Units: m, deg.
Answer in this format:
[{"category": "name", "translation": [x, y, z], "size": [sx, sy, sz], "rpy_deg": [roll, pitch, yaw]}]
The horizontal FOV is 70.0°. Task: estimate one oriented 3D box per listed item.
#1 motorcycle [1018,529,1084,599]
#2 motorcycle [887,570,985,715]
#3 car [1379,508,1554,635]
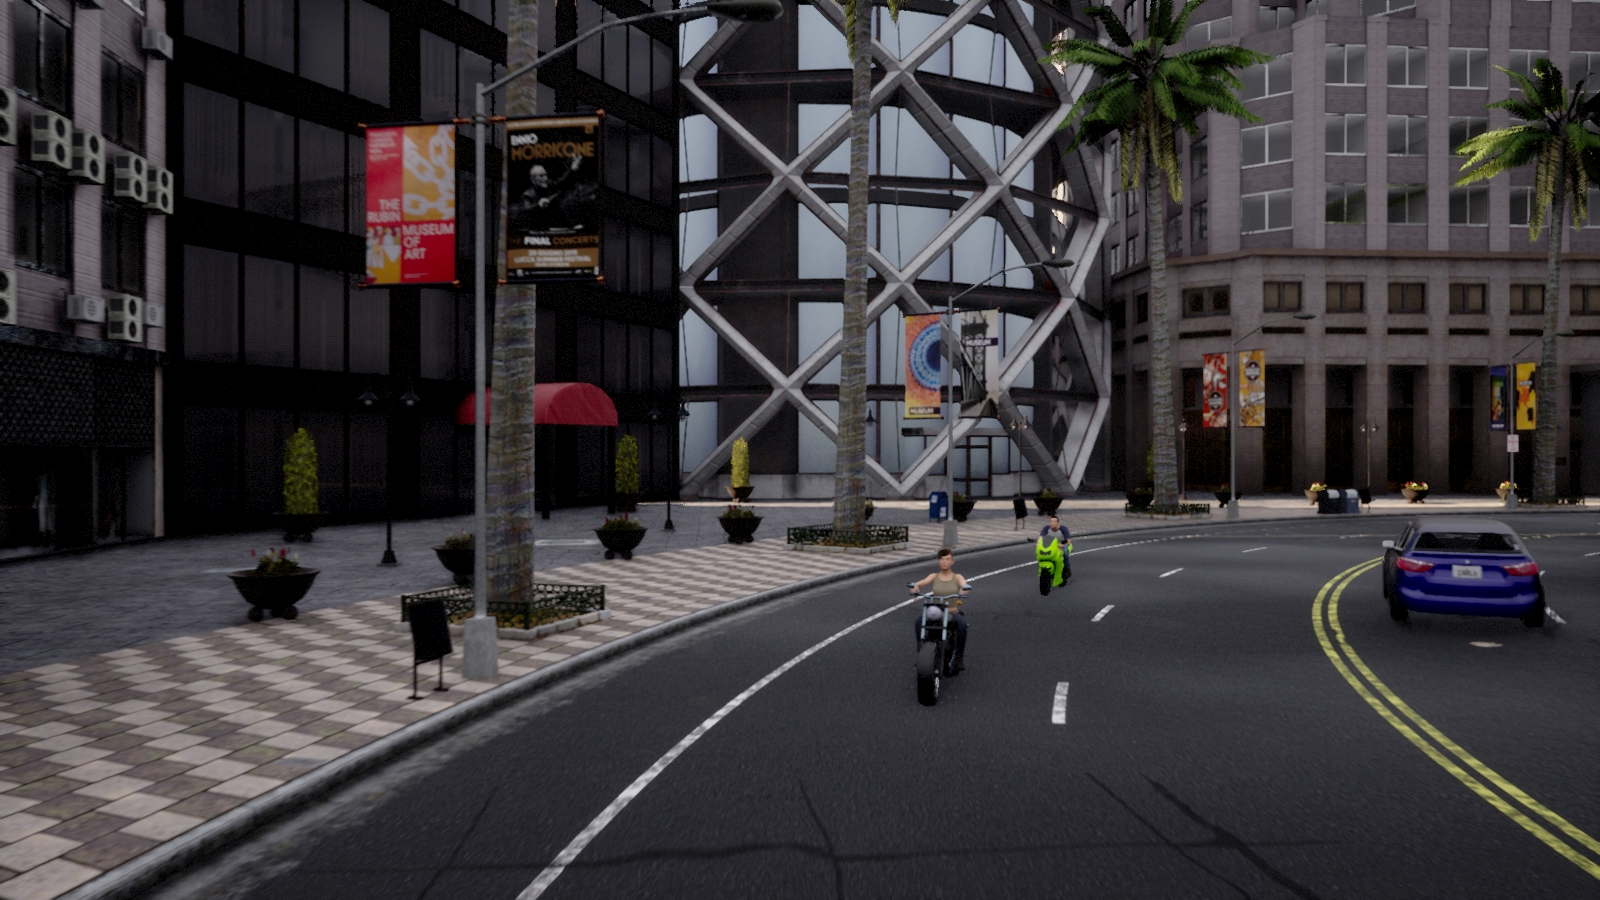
[{"category": "motorcycle", "translation": [4.962, 2.214, 22.463], "size": [0.803, 1.145, 2.033], "rpy_deg": [1, 1, 26]}, {"category": "motorcycle", "translation": [1.635, 2.170, 13.350], "size": [0.764, 1.277, 2.356], "rpy_deg": [0, 0, 16]}, {"category": "car", "translation": [11.421, 1.970, 19.906], "size": [2.242, 1.667, 4.611], "rpy_deg": [0, 0, 25]}]
